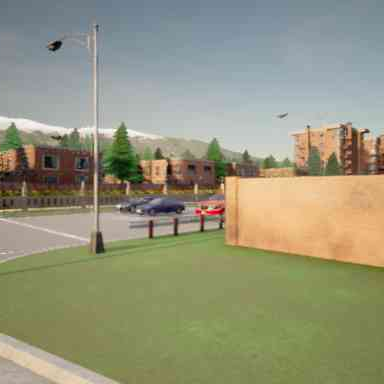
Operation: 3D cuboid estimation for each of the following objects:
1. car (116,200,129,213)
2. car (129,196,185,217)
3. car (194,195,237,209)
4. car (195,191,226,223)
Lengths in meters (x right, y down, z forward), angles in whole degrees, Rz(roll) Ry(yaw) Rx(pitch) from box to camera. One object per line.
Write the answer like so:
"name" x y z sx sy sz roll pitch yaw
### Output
"car" -4.711 1.146 30.806 2.128 1.511 4.902 1 1 45
"car" -2.594 1.211 27.971 1.812 1.442 4.674 1 1 45
"car" 2.786 1.114 38.387 5.357 1.411 2.033 -1 1 -45
"car" 2.656 0.958 23.324 2.150 2.045 5.566 1 1 45
